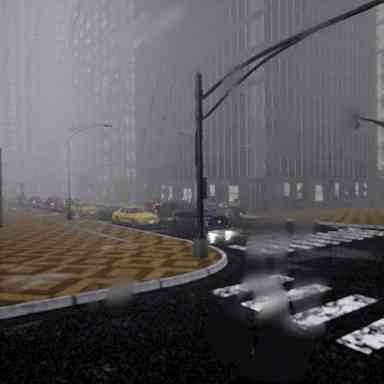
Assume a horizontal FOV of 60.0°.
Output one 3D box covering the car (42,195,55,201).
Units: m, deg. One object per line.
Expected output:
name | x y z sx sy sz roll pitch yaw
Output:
car | -33.345 1.336 77.463 1.752 1.417 4.829 -1 1 -36

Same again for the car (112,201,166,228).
car | -3.943 1.554 22.894 1.752 1.417 4.829 -1 1 -36

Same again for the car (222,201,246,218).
car | 2.564 1.460 27.785 2.008 1.369 4.403 -1 1 -36

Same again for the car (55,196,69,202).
car | -26.753 1.412 68.305 1.802 1.307 4.206 -1 1 -36

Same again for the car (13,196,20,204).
car | -33.149 1.496 63.702 2.008 1.369 4.403 -1 1 -36

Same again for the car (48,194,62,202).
car | -30.000 1.260 72.814 1.967 1.590 4.097 -1 1 -36

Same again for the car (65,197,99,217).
car | -10.378 1.536 31.957 1.752 1.417 4.829 -1 1 -36

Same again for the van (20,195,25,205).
van | -26.660 1.305 54.679 1.690 1.788 3.998 -1 1 -36

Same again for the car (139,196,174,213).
car | -3.988 1.333 36.766 1.967 1.590 4.097 -1 1 -36

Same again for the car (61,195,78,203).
car | -23.508 1.390 63.794 2.008 1.369 4.403 -1 1 -36

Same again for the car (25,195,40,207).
car | -23.413 1.413 50.170 1.967 1.590 4.097 -1 1 -36

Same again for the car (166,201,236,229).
car | 0.461 1.560 21.215 1.994 1.385 4.181 -1 1 -36

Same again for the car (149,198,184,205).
car | -1.544 1.419 29.071 1.882 1.535 5.008 -1 1 -36

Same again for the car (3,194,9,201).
car | -46.133 1.451 81.744 1.887 1.381 4.507 -1 1 -36

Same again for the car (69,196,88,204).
car | -20.262 1.393 59.284 1.887 1.381 4.507 -1 1 -36

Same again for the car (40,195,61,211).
car | -16.921 1.432 41.149 1.967 1.590 4.097 -1 1 -36

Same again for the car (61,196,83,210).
car | -14.467 1.504 42.003 2.033 1.411 5.357 -1 1 -35
